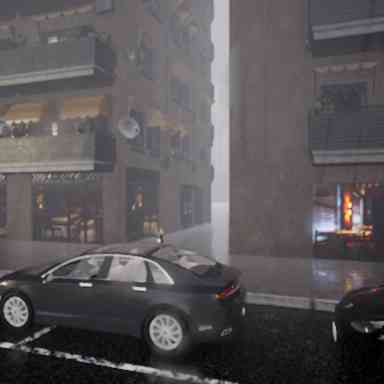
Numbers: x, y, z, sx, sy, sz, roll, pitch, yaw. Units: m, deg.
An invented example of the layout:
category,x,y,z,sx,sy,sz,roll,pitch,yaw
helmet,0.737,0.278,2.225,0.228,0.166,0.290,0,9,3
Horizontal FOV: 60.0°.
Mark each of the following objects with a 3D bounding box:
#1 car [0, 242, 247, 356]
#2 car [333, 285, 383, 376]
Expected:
category,x,y,z,sx,sy,sz,roll,pitch,yaw
car,-1.305,1.554,5.683,4.403,1.369,2.008,0,0,18
car,4.057,1.568,3.967,4.313,1.339,1.947,0,0,18
